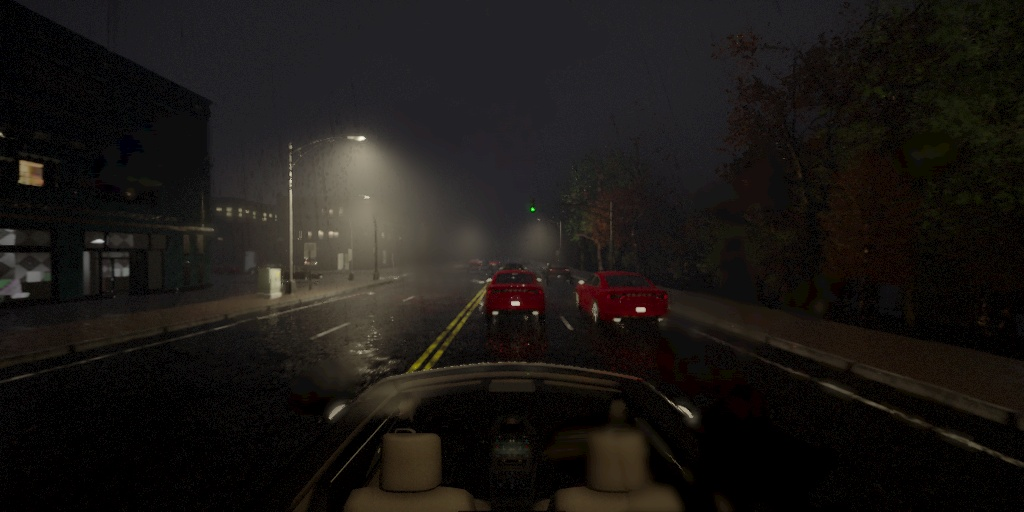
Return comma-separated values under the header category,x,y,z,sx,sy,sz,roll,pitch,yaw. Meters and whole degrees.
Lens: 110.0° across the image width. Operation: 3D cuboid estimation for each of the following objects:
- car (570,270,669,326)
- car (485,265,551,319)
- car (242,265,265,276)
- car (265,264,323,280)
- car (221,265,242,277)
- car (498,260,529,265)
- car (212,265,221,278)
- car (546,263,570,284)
category,x,y,z,sx,sy,sz,roll,pitch,yaw
car,3.353,1.238,11.801,1.882,1.535,5.008,0,0,0
car,0.101,1.240,12.795,1.882,1.535,5.008,0,-1,0
car,-28.276,1.607,41.884,4.403,1.370,2.007,0,0,0
car,-19.944,1.601,33.371,4.313,1.339,1.948,0,0,0
car,-33.812,1.702,41.891,4.207,1.307,1.802,0,0,0
car,0.103,1.281,27.115,1.837,1.490,4.892,0,0,0
car,-32.658,1.683,36.099,4.674,1.442,1.812,-1,1,0
car,3.352,1.268,26.941,2.128,1.511,4.902,0,0,0
